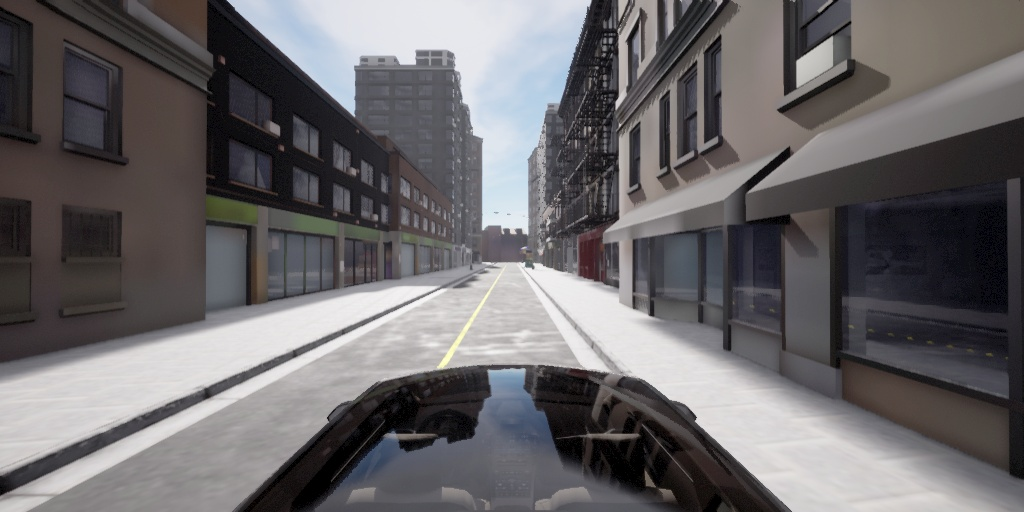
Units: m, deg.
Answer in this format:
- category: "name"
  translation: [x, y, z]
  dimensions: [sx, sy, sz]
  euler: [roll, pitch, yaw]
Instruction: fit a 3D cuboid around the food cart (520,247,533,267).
- category: "food cart"
  translation: [2.885, 0.250, 61.918]
  dimensions: [2.280, 3.560, 4.660]
  euler: [0, 0, 0]
